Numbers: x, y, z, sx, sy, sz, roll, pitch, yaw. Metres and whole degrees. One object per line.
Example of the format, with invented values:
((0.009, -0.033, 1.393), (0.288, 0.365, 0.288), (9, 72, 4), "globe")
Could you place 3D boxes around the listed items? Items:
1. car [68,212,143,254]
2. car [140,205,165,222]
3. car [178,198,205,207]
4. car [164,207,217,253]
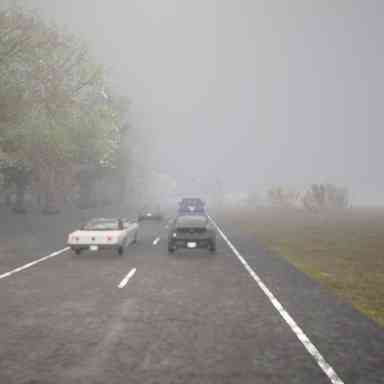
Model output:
((-3.504, 1.735, 14.123), (1.895, 1.301, 4.718), (0, 0, 0), "car")
((-3.508, 1.841, 29.295), (1.994, 1.385, 4.181), (0, 0, 0), "car")
((-0.012, 1.491, 29.039), (2.150, 2.045, 5.566), (0, 0, 0), "car")
((-0.001, 1.644, 14.314), (1.837, 1.490, 4.892), (0, 0, 0), "car")
